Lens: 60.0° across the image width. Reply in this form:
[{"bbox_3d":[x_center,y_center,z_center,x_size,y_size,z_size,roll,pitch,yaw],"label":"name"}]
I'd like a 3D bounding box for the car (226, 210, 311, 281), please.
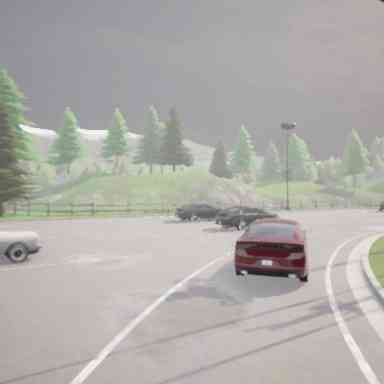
[{"bbox_3d":[2.628,1.565,10.374,1.882,1.535,5.008,0,0,19],"label":"car"}]

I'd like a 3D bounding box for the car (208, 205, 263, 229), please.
[{"bbox_3d":[3.773,1.680,22.059,4.892,1.490,1.837,1,-1,-33],"label":"car"}]

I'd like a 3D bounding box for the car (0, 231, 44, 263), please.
[{"bbox_3d":[-7.351,1.638,10.624,4.718,1.301,1.895,1,0,-33],"label":"car"}]

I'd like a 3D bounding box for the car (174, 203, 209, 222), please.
[{"bbox_3d":[0.818,1.710,28.488,4.892,1.490,1.837,0,0,-33],"label":"car"}]

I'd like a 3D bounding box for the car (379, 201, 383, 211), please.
[{"bbox_3d":[28.167,1.825,46.328,4.553,1.767,2.097,0,0,-33],"label":"car"}]
